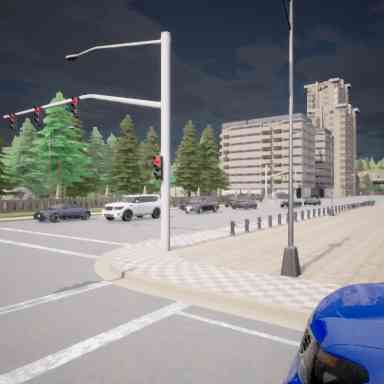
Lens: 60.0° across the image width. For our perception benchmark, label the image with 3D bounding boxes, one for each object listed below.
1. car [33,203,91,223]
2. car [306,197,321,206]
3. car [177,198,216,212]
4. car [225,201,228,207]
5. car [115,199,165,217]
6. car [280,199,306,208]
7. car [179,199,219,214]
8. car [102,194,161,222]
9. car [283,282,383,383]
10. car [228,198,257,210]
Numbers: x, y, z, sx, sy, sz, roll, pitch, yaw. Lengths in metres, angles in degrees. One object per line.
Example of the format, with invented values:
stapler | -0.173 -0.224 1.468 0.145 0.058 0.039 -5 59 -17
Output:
car | -9.977 1.564 25.799 1.994 1.385 4.181 0 0 36
car | 20.195 1.564 55.706 1.994 1.385 4.181 0 0 35
car | 0.665 1.547 40.714 2.033 1.411 5.357 0 0 36
car | 6.491 1.564 48.822 1.994 1.385 4.181 0 0 36
car | -5.012 1.491 32.758 2.128 1.511 4.902 0 0 35
car | 14.175 1.601 47.266 1.895 1.301 4.718 0 0 35
car | 1.082 1.492 35.271 2.128 1.511 4.902 0 0 36
car | -4.683 1.221 27.192 2.150 2.045 5.566 0 0 35
car | 3.316 1.221 1.601 5.566 2.045 2.150 0 0 36
car | 6.909 1.564 43.412 1.994 1.385 4.181 0 0 36
